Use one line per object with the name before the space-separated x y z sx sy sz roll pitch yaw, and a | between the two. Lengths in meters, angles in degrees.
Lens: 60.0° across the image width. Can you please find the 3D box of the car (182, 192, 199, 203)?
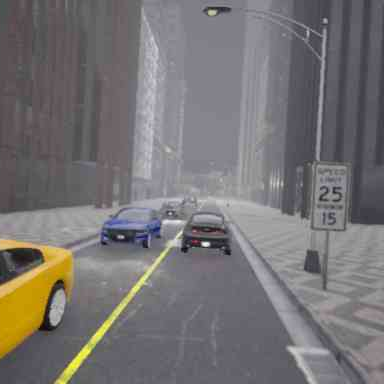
car | -0.207 0.991 50.247 2.150 2.045 5.566 3 0 3

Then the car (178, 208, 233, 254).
car | 0.642 1.583 13.996 1.837 1.490 4.892 3 0 3

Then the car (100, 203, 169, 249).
car | -2.425 1.375 14.494 1.882 1.535 5.008 3 0 3

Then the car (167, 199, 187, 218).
car | -1.591 1.545 28.485 1.994 1.385 4.181 3 0 4

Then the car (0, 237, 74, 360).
car | -3.047 1.312 3.785 1.882 1.535 5.008 3 0 2

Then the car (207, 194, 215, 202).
car | 5.252 1.721 92.663 2.150 2.045 5.566 3 0 3
